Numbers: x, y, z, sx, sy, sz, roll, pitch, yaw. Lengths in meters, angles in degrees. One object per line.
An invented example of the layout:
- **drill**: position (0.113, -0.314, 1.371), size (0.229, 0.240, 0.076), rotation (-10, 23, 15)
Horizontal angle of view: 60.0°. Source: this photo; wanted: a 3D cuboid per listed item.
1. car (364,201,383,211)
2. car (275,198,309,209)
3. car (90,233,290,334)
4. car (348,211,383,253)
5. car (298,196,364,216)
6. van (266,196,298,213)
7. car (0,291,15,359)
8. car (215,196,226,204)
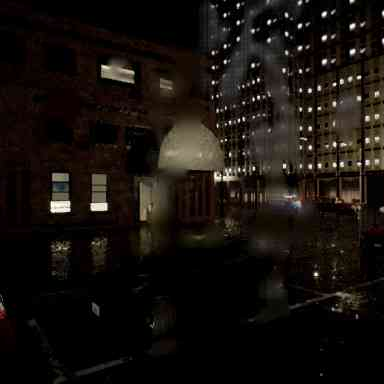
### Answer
- **car**: position (20.004, 1.499, 36.525), size (2.008, 1.369, 4.403), rotation (0, 0, -35)
- **car**: position (13.676, 1.514, 45.622), size (1.802, 1.307, 4.206), rotation (0, 0, -35)
- **car**: position (0.185, 1.565, 6.764), size (4.313, 1.339, 1.947), rotation (0, 0, -35)
- **car**: position (8.031, 1.543, 12.430), size (4.507, 1.381, 1.887), rotation (0, 0, -35)
- **car**: position (13.123, 1.308, 31.738), size (2.192, 1.841, 5.009), rotation (0, 0, -35)
- **van**: position (9.959, 1.326, 36.287), size (1.690, 1.788, 3.998), rotation (0, 0, -35)
- **car**: position (-4.282, 1.440, 3.516), size (4.097, 1.590, 1.967), rotation (0, 0, -35)
- **car**: position (4.086, 1.437, 59.407), size (1.752, 1.417, 4.829), rotation (0, 0, -35)
